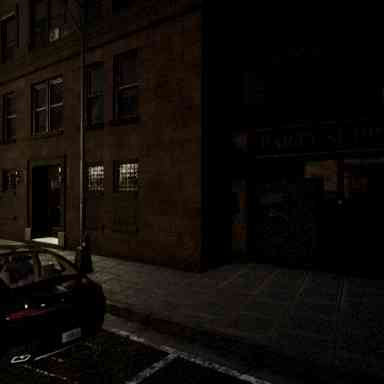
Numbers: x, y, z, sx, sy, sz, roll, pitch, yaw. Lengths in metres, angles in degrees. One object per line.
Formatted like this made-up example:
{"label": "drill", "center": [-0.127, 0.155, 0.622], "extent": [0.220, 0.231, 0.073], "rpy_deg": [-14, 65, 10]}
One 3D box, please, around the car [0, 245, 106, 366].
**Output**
{"label": "car", "center": [-3.274, 1.551, 5.434], "extent": [4.403, 1.369, 2.008], "rpy_deg": [0, 0, 36]}
